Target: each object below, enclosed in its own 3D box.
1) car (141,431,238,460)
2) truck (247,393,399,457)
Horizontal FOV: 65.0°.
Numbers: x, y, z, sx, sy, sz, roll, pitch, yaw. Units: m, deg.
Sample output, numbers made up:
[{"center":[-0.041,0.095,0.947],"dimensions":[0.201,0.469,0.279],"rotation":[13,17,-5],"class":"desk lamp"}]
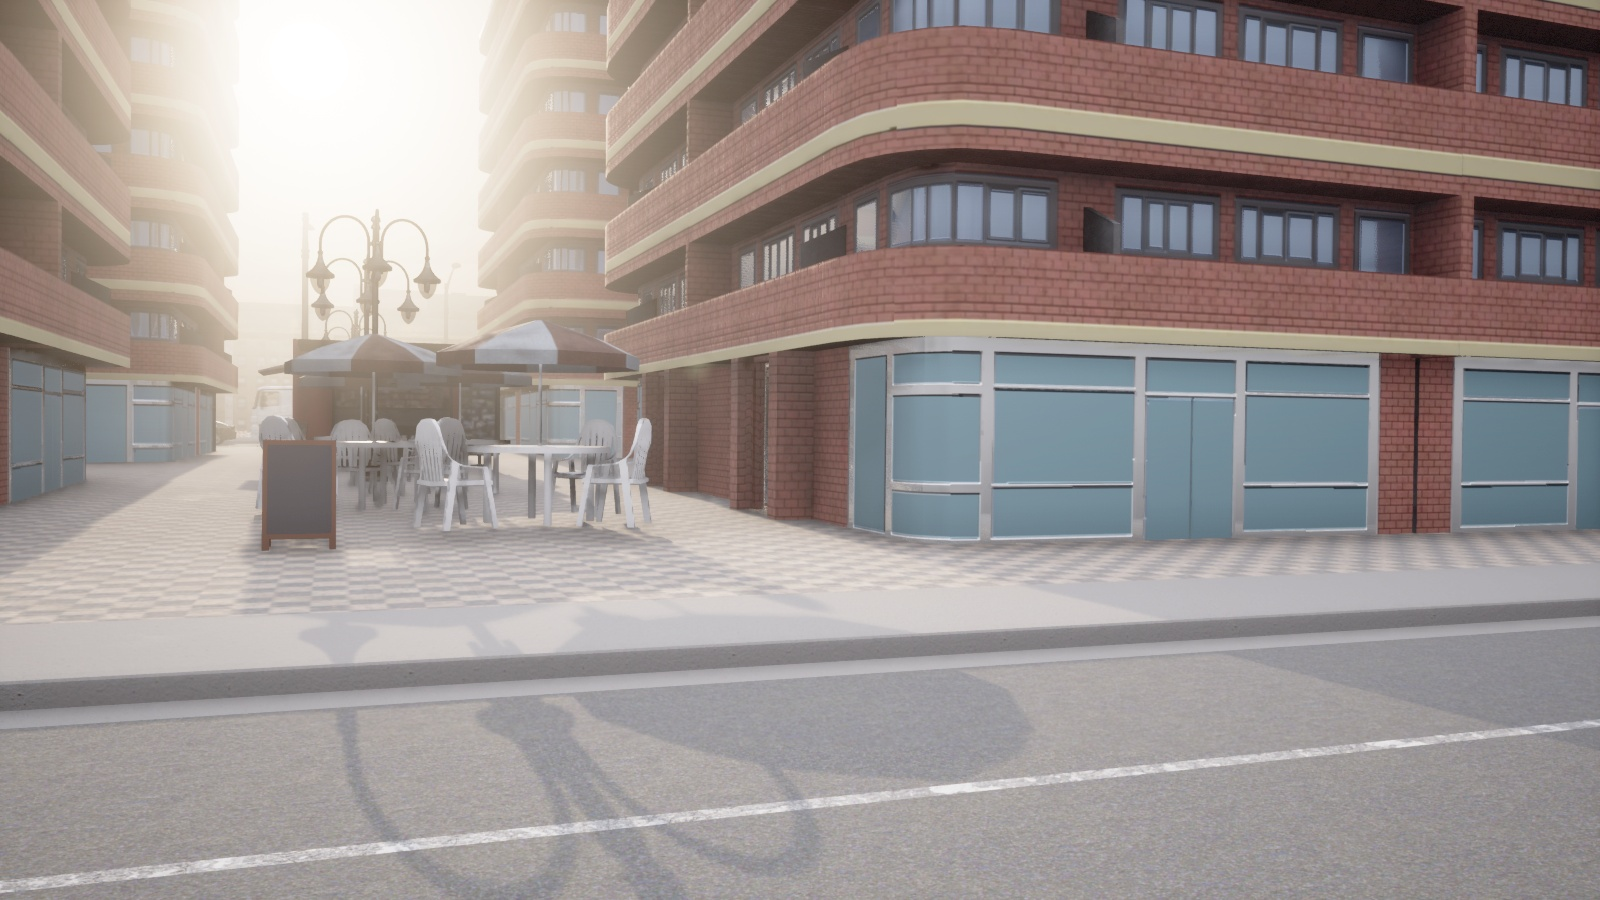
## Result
[{"center":[-35.681,-0.273,73.547],"dimensions":[4.892,1.490,1.837],"rotation":[-2,1,-21],"class":"car"},{"center":[-27.572,-1.464,72.839],"dimensions":[7.936,3.462,2.891],"rotation":[-2,1,-21],"class":"truck"}]
